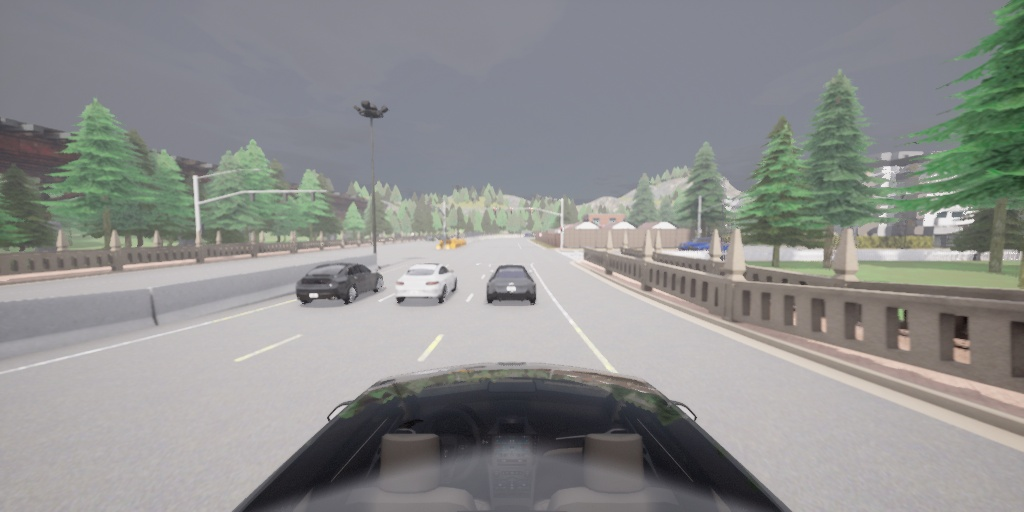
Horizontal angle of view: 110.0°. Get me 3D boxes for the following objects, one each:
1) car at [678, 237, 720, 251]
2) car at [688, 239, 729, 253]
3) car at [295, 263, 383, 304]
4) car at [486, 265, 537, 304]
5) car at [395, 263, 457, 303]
[{"bbox_3d":[25.741,-1.528,49.031,5.566,2.045,2.150,0,4,1],"label":"car"},{"bbox_3d":[25.629,-1.058,45.558,5.008,1.535,1.882,0,4,1],"label":"car"},{"bbox_3d":[-7.025,1.015,15.085,1.837,1.490,4.892,0,3,0],"label":"car"},{"bbox_3d":[-0.025,1.070,15.133,1.994,1.385,4.181,0,3,0],"label":"car"},{"bbox_3d":[-3.525,1.027,15.203,1.812,1.442,4.674,0,3,0],"label":"car"}]
